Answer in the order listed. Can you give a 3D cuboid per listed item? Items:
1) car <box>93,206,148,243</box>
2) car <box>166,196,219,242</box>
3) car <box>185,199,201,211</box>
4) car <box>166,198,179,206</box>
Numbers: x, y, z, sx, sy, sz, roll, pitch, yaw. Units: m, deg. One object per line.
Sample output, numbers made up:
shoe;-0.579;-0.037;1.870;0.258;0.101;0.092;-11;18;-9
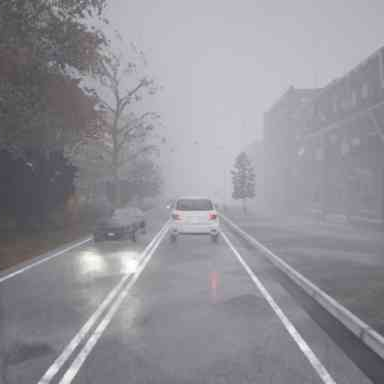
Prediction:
car;-3.346;1.474;16.273;1.882;1.535;5.008;0;0;0
car;0.102;1.217;16.488;2.150;2.045;5.566;0;0;0
car;0.089;1.607;41.014;1.895;1.301;4.718;0;0;0
car;-3.358;1.692;57.296;1.994;1.385;4.181;0;-1;0
